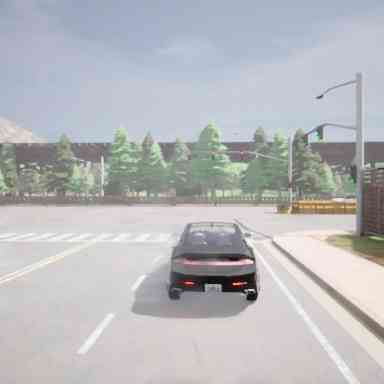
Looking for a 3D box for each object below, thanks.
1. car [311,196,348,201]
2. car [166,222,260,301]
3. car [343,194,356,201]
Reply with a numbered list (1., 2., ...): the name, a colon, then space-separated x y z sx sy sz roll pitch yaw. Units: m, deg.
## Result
1. car: 14.520 1.478 37.917 4.902 1.511 2.128 0 0 1
2. car: 0.503 1.489 8.331 2.128 1.511 4.902 0 0 3
3. car: 19.799 1.208 41.303 5.566 2.045 2.150 0 0 2
